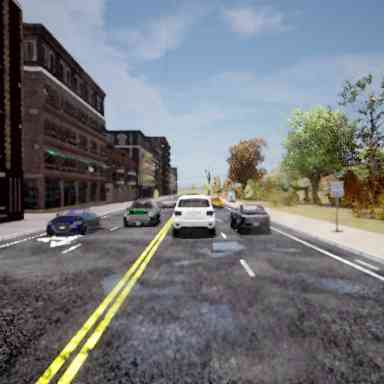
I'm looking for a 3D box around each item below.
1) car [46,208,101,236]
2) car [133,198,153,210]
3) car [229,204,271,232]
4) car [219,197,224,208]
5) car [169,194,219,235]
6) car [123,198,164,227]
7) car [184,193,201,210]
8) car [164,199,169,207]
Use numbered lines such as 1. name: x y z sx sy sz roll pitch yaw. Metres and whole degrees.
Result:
1. car: -6.594 1.623 18.875 1.994 1.385 4.181 -1 0 0
2. car: -6.516 1.553 44.656 1.837 1.490 4.892 0 0 1
3. car: 3.357 1.463 19.803 2.128 1.511 4.902 -1 0 0
4. car: 3.291 1.438 46.311 1.882 1.535 5.008 -1 0 0
5. car: 0.103 1.222 19.055 2.150 2.045 5.566 -1 0 0
6. car: -3.341 1.381 22.857 2.097 1.767 4.553 -1 0 0
7. car: 0.025 1.213 44.798 2.150 2.045 5.566 -1 0 0
8. car: -3.235 1.618 47.765 1.895 1.301 4.718 -1 0 0
